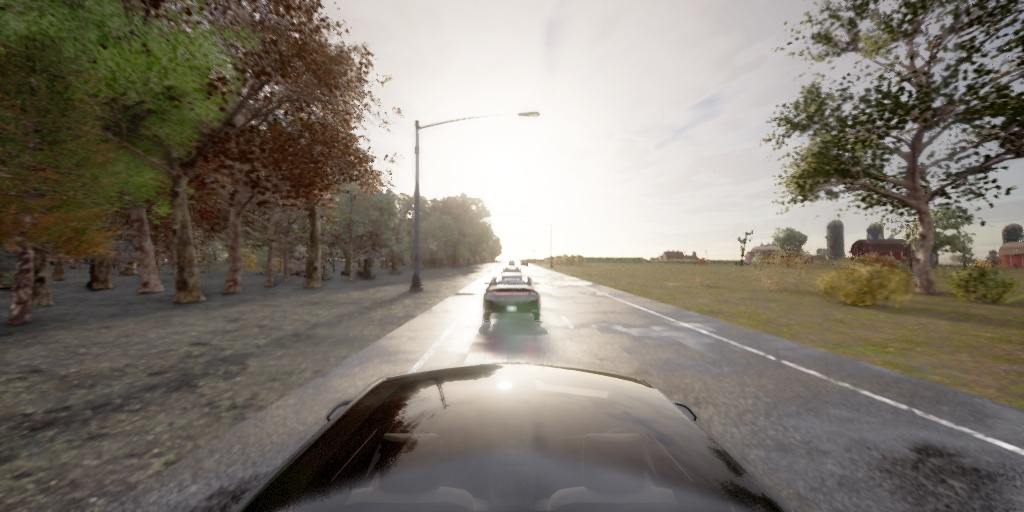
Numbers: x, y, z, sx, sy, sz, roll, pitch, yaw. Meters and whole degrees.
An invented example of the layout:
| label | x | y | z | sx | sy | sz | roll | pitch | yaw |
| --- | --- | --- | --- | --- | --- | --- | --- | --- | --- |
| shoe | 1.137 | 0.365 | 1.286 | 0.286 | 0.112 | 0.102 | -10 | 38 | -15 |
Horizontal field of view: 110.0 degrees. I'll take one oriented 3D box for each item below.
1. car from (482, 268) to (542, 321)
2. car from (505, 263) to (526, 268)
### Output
| label | x | y | z | sx | sy | sz | roll | pitch | yaw |
| --- | --- | --- | --- | --- | --- | --- | --- | --- | --- |
| car | -0.001 | 1.354 | 12.911 | 2.128 | 1.511 | 4.902 | 0 | -1 | 0 |
| car | 0.000 | 1.614 | 34.517 | 1.994 | 1.385 | 4.181 | 0 | -1 | 0 |
